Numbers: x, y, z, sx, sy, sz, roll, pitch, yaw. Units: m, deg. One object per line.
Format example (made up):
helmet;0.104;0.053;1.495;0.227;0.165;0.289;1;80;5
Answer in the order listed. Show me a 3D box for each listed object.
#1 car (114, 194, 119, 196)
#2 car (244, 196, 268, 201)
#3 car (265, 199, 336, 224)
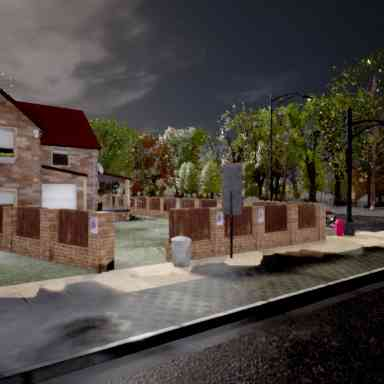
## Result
car;-16.251;1.235;68.105;1.837;1.490;4.892;0;0;-36
car;6.557;1.252;36.357;2.097;1.767;4.553;0;0;-36
car;7.663;1.464;23.334;1.812;1.442;4.674;0;0;-36
